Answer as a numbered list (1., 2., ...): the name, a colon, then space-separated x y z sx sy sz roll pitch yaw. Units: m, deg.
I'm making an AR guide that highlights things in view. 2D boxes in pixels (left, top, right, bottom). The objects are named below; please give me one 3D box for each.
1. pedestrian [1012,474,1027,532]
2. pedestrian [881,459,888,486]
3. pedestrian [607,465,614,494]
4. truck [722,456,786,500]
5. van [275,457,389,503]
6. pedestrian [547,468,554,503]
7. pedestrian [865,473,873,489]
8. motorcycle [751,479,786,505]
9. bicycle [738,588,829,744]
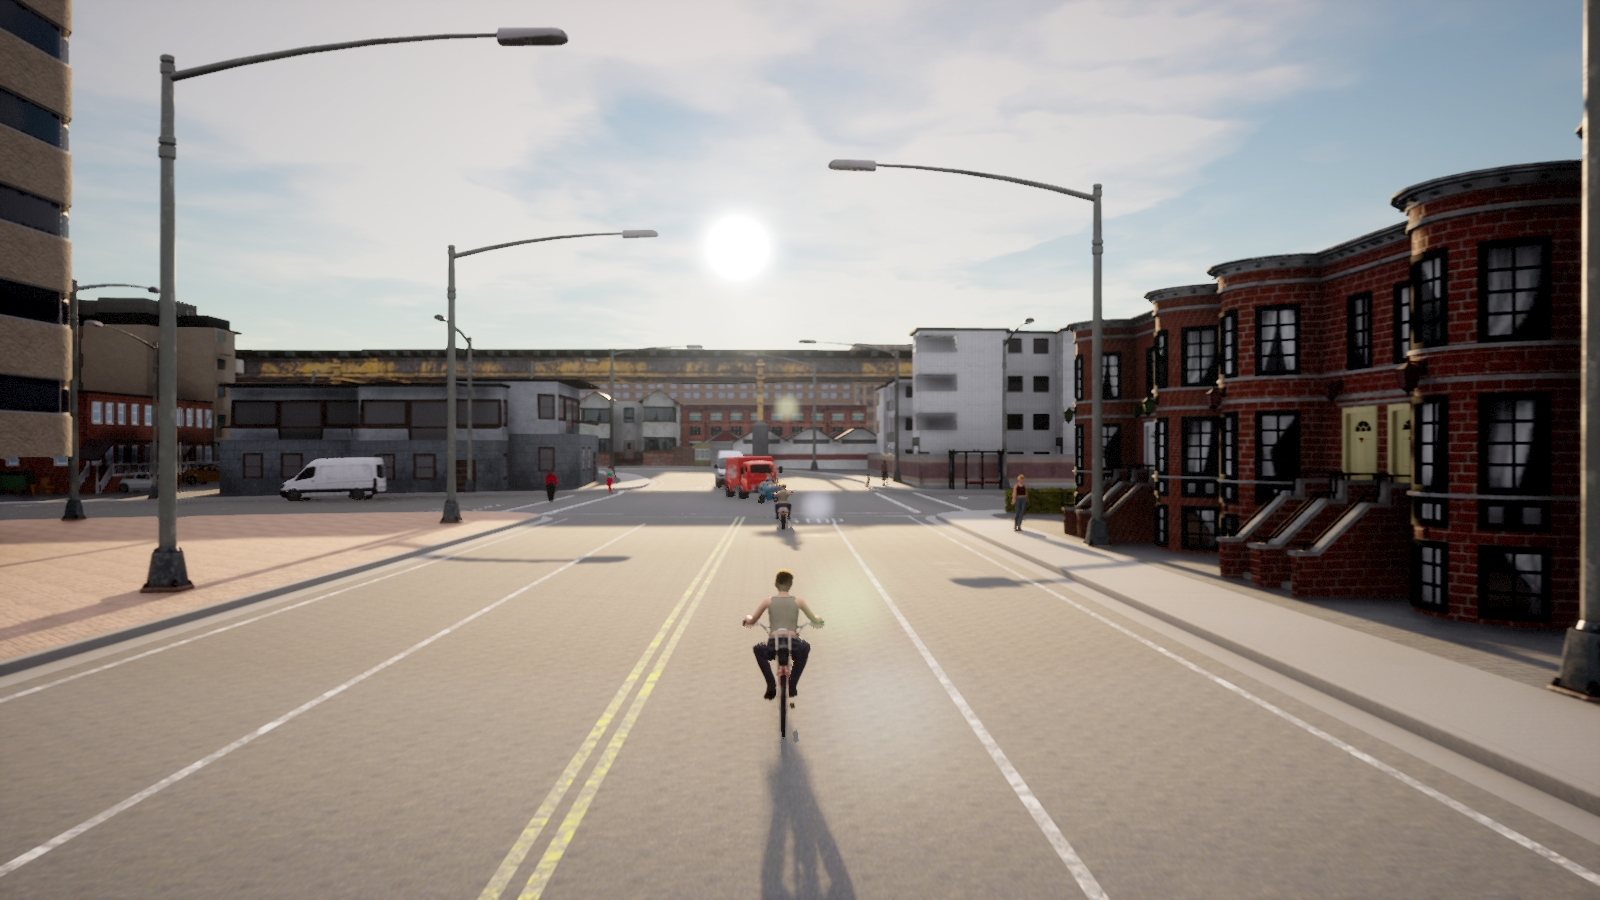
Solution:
1. pedestrian: 7.092 1.697 36.942 0.375 1.860 0.375 0 0 -14
2. pedestrian: 5.757 1.544 78.064 0.375 1.860 0.375 0 0 -24
3. pedestrian: -12.111 1.876 72.963 0.375 1.860 0.375 0 0 2
4. truck: -2.778 1.597 67.147 2.627 2.467 5.204 0 0 -16
5. van: -27.894 1.759 68.268 5.915 2.561 1.988 -1 0 -2
6. pedestrian: -13.363 1.902 61.215 0.375 1.860 0.375 0 0 -8
7. pedestrian: 4.609 2.095 76.784 0.500 1.100 0.500 0 0 -2
8. motorcycle: -1.644 2.197 60.116 0.803 1.224 2.033 3 2 30
9. bicycle: -0.166 2.145 11.620 0.859 1.301 1.487 0 0 -1
